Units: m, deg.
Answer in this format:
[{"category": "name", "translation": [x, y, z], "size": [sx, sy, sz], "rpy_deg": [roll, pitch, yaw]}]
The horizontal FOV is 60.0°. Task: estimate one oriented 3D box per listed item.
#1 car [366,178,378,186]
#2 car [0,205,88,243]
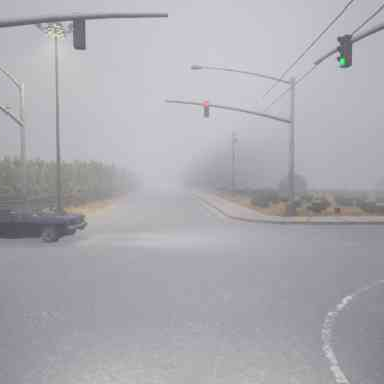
[{"category": "car", "translation": [42.118, -2.288, 77.598], "size": [1.905, 1.878, 3.866], "rpy_deg": [10, 10, 41]}, {"category": "car", "translation": [-6.575, 1.159, 12.829], "size": [4.718, 1.301, 1.895], "rpy_deg": [0, 3, 3]}]
